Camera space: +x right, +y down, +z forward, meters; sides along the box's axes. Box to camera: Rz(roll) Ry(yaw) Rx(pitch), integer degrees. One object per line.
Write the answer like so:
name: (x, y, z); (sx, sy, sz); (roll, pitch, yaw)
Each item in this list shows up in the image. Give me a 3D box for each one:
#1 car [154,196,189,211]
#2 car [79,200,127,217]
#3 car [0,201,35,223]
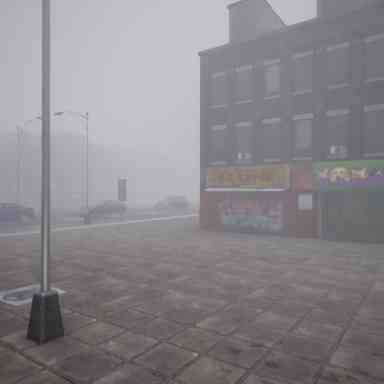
car: (-2.289, 1.235, 38.520); (2.097, 1.767, 4.553); (0, 0, 35)
car: (-8.018, 1.445, 30.378); (1.812, 1.442, 4.674); (0, 0, 35)
car: (-13.391, 1.432, 22.730); (1.882, 1.535, 5.008); (0, 0, 35)
